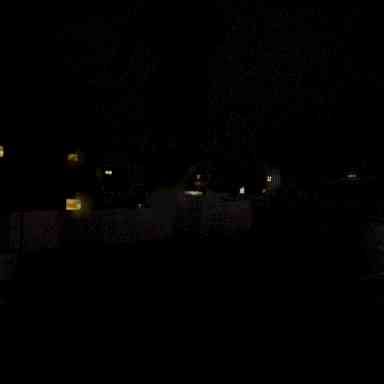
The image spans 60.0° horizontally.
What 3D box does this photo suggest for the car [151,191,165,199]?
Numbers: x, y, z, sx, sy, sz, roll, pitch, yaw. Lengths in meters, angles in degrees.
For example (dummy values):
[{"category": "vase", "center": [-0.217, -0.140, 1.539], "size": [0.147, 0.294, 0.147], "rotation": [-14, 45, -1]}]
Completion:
[{"category": "car", "center": [-6.437, 0.638, 61.664], "size": [1.812, 1.442, 4.674], "rotation": [1, 1, -21]}]
